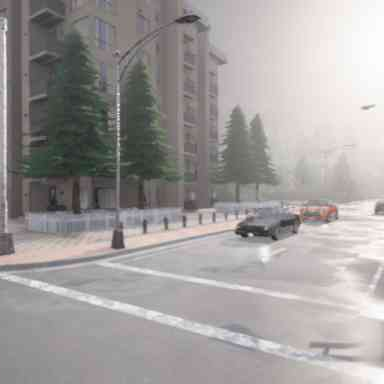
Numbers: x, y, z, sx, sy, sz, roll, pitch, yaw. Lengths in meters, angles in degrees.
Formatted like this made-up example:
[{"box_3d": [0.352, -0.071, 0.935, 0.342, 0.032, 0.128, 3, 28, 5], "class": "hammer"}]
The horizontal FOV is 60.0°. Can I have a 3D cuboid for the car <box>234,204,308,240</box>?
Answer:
[{"box_3d": [4.136, 1.551, 17.318, 2.033, 1.411, 5.357, 0, 0, 34], "class": "car"}]

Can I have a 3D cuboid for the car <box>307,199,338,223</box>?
[{"box_3d": [9.871, 1.341, 25.850, 2.097, 1.767, 4.553, 0, 0, 34], "class": "car"}]

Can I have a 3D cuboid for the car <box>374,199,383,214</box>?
[{"box_3d": [20.134, 1.489, 34.705, 1.812, 1.442, 4.674, 0, 0, 32], "class": "car"}]
